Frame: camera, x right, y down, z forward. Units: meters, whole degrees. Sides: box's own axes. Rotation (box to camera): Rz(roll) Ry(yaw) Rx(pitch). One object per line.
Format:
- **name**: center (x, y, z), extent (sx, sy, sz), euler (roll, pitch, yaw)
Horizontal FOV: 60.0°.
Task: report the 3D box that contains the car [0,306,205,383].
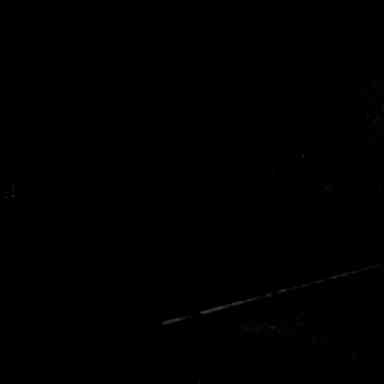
- **car**: center (-2.194, 1.603, 2.181), extent (4.718, 1.301, 1.895), euler (0, 0, -35)
